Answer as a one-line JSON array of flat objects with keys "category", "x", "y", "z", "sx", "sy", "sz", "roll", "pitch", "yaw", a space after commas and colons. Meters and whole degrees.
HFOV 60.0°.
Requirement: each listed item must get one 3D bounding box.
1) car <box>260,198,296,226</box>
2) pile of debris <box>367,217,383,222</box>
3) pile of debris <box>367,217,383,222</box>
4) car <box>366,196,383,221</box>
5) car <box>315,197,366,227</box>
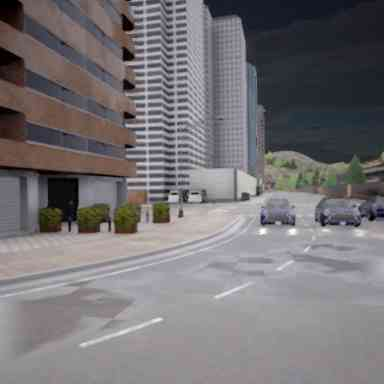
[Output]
[{"category": "car", "x": 5.623, "y": 1.235, "z": 21.763, "sx": 2.097, "sy": 1.767, "sz": 4.553, "roll": -1, "pitch": 0, "yaw": 14}, {"category": "pile of debris", "x": 13.138, "y": 1.886, "z": 22.881, "sx": 1.500, "sy": 0.140, "sz": 1.860, "roll": -1, "pitch": 0, "yaw": 14}, {"category": "pile of debris", "x": 13.138, "y": 1.886, "z": 22.881, "sx": 1.500, "sy": 0.140, "sz": 1.860, "roll": -1, "pitch": 0, "yaw": 14}, {"category": "car", "x": 13.331, "y": 1.057, "z": 23.597, "sx": 2.097, "sy": 1.767, "sz": 4.553, "roll": -1, "pitch": 0, "yaw": 16}, {"category": "car", "x": 8.948, "y": 1.138, "z": 20.683, "sx": 2.097, "sy": 1.767, "sz": 4.553, "roll": -1, "pitch": 0, "yaw": 15}]
